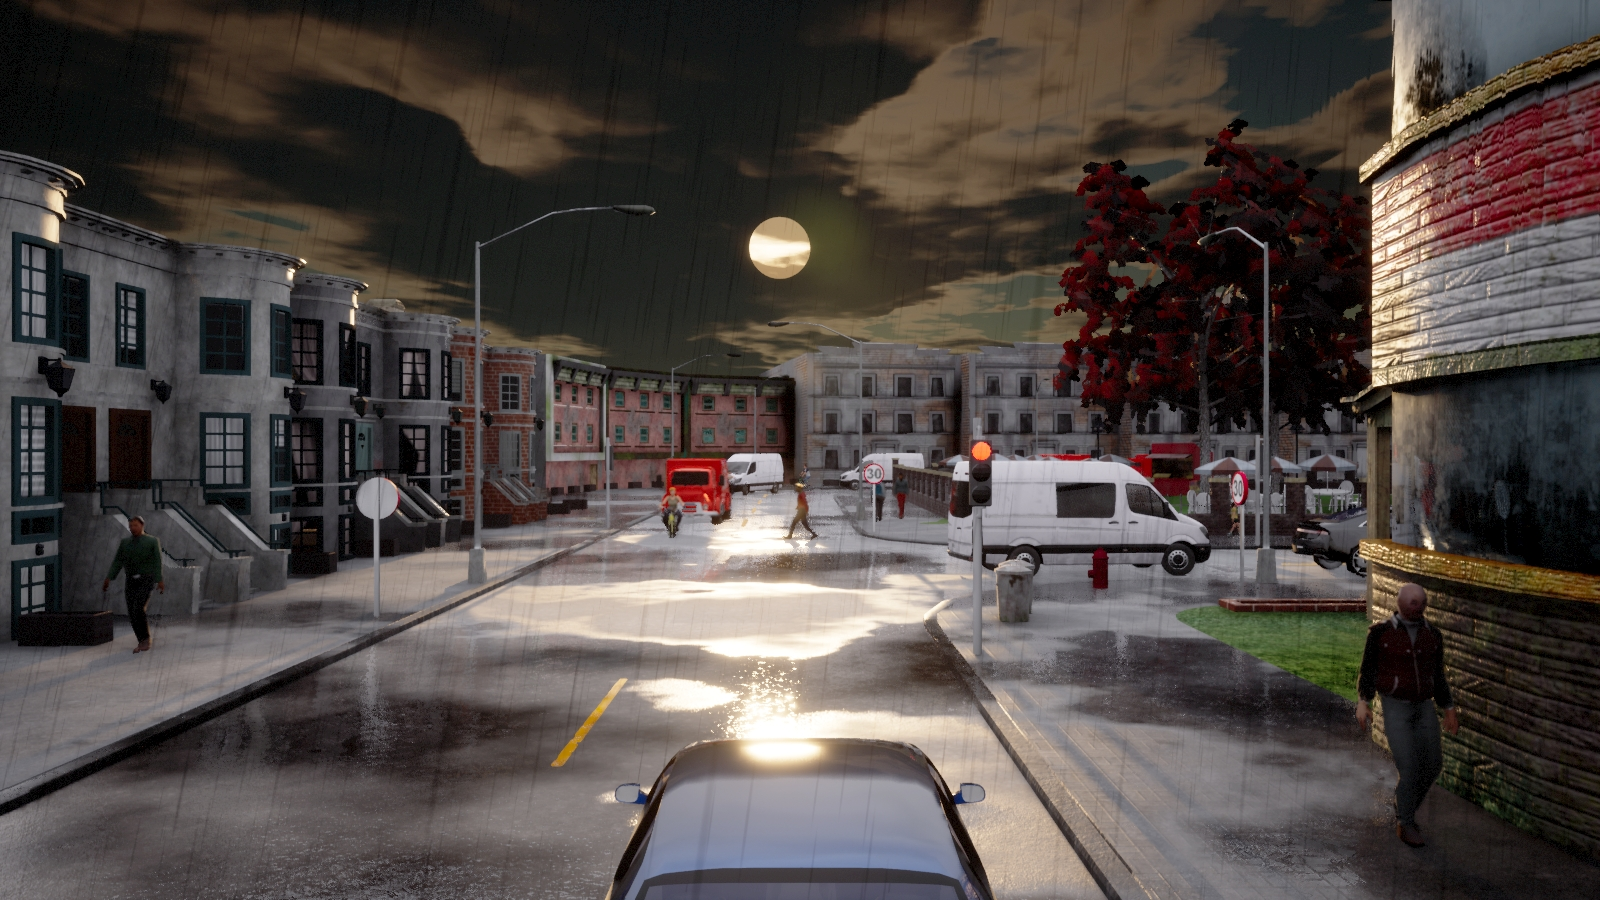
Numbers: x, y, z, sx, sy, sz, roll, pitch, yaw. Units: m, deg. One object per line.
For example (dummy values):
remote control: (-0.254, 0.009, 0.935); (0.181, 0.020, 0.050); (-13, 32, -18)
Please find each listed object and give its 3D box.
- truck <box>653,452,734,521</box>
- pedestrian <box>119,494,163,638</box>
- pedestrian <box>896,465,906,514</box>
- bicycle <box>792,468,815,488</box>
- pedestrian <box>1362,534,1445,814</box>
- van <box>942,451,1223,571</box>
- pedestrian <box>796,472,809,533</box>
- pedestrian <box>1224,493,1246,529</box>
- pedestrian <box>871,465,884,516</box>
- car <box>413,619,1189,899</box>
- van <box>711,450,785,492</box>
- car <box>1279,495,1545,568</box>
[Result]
truck: (-4.017, 1.330, 44.020); (2.627, 2.467, 5.204); (0, 0, 0)
pedestrian: (-8.701, 1.520, 15.090); (0.375, 1.860, 0.375); (0, 0, -3)
pedestrian: (3.887, 1.499, 43.866); (0.375, 1.860, 0.375); (0, 0, 6)
bicycle: (0.259, 1.909, 77.024); (1.643, 1.296, 0.373); (0, 0, -36)
pedestrian: (4.164, 1.522, 7.893); (0.375, 1.860, 0.375); (0, 0, 1)
van: (6.389, 1.304, 26.031); (5.915, 2.561, 1.988); (0, 0, -11)
pedestrian: (0.074, 1.615, 35.024); (0.375, 1.860, 0.375); (0, 0, 0)
pedestrian: (13.430, 1.882, 35.299); (0.500, 1.100, 0.500); (0, 0, 0)
pedestrian: (2.856, 1.501, 42.091); (0.375, 1.860, 0.375); (0, 0, 17)
car: (-0.001, 1.884, 5.268); (2.033, 1.411, 5.357); (0, 0, 0)
van: (-3.219, 1.289, 72.281); (1.988, 2.561, 5.915); (0, 0, 28)
car: (13.778, 1.817, 25.951); (4.902, 1.511, 2.128); (0, 0, -1)
